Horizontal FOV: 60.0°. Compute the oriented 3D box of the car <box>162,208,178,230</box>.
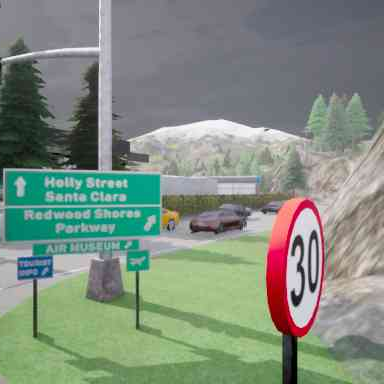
[{"bbox_3d":[-2.885,1.669,20.459,1.882,1.535,5.008,0,0,36],"label":"car"}]

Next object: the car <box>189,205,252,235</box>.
[{"bbox_3d":[1.670,1.755,20.431,1.994,1.385,4.181,0,0,36],"label":"car"}]

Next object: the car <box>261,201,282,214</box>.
[{"bbox_3d":[9.672,1.739,37.694,2.033,1.411,5.357,0,0,36],"label":"car"}]

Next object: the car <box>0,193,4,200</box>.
[{"bbox_3d":[-38.544,1.489,69.976,4.514,1.523,2.007,0,0,35],"label":"car"}]

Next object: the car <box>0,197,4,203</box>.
[{"bbox_3d":[-12.342,1.504,26.034,1.905,1.878,3.866,0,0,35],"label":"car"}]
